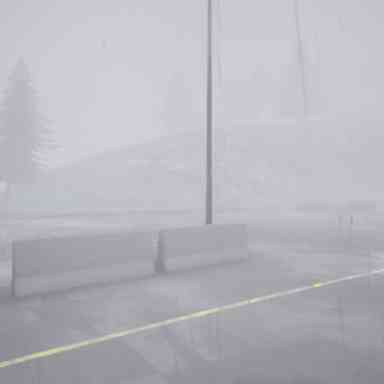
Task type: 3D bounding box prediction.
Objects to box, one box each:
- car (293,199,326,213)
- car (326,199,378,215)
[{"bbox_3d":[12.772,1.483,35.284,4.181,1.385,1.994,0,0,-25],"label":"car"},{"bbox_3d":[16.205,1.423,33.036,4.902,1.511,2.128,0,0,-25],"label":"car"}]
